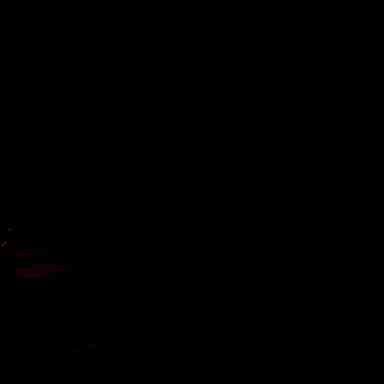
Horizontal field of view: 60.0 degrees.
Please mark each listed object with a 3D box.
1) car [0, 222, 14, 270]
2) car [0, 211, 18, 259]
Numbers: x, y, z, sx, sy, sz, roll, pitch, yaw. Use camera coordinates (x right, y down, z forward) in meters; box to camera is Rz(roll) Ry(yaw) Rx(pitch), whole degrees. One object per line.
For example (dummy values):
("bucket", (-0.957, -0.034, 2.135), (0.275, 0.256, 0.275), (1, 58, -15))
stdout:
("car", (-6.986, 1.530, 7.771), (4.892, 1.490, 1.837), (-1, 1, -36))
("car", (-8.603, 1.532, 10.905), (4.892, 1.490, 1.837), (-1, 0, -36))
